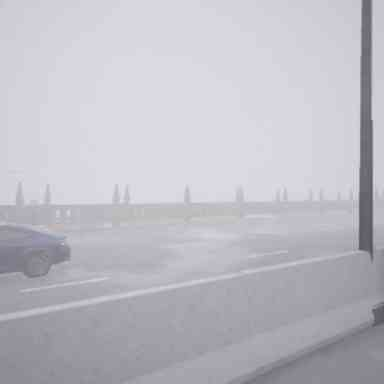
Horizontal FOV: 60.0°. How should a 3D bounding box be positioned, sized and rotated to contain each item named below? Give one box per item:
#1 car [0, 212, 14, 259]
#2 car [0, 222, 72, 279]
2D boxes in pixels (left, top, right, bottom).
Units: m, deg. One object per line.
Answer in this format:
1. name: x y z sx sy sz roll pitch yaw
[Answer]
1. car: -8.628 1.502 10.734 4.892 1.490 1.837 0 0 -36
2. car: -5.577 1.529 8.613 4.674 1.442 1.812 0 0 -36
